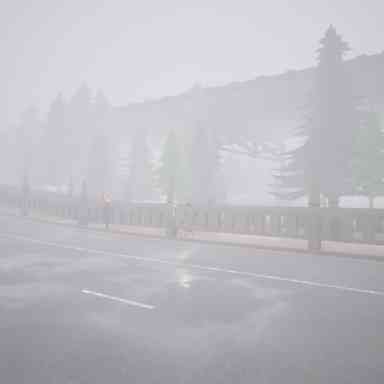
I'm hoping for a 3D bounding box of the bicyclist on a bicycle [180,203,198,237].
[{"bbox_3d":[-0.100,1.345,16.122,0.582,1.620,1.656,0,-3,33],"label":"bicyclist on a bicycle"}]
